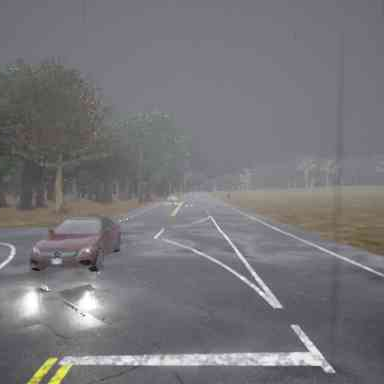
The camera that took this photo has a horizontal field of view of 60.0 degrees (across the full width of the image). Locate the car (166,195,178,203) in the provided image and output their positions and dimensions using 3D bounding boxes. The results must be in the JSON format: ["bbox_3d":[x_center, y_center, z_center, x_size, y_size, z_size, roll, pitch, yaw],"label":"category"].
[{"bbox_3d":[-3.545,1.262,59.980,1.812,1.442,4.674,0,1,2],"label":"car"}]

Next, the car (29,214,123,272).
[{"bbox_3d":[-3.524,1.514,10.977,1.812,1.442,4.674,0,1,0],"label":"car"}]
